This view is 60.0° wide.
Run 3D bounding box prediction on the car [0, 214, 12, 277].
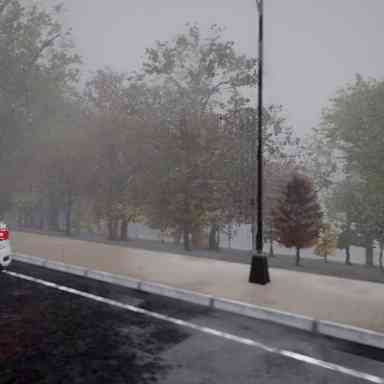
[{"bbox_3d":[-6.875,1.171,8.519,5.566,2.045,2.150,-1,0,34],"label":"car"}]
